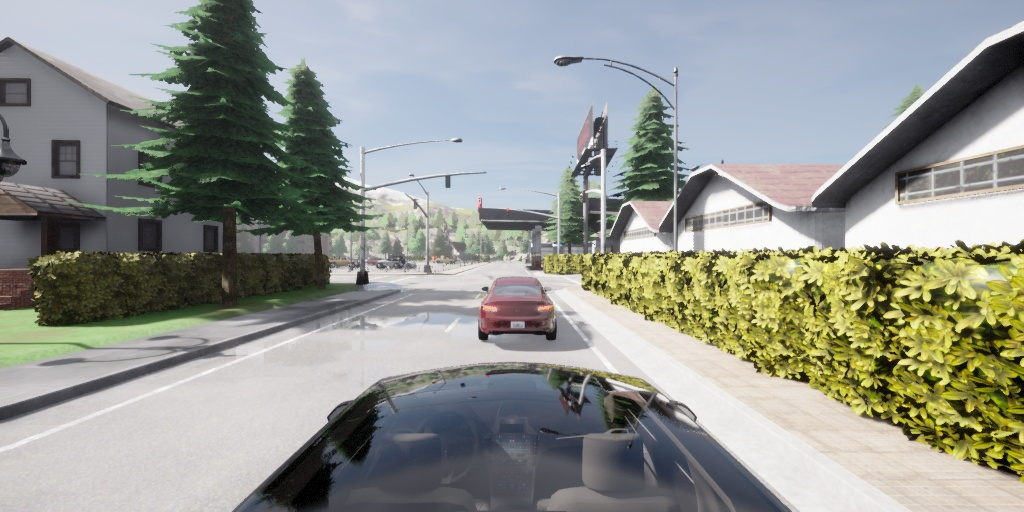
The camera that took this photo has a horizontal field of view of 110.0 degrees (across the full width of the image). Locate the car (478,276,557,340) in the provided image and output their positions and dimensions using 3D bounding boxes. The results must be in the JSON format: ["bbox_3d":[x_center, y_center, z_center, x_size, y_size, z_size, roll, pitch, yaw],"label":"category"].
[{"bbox_3d":[0.128,1.276,9.804,1.812,1.442,4.674,0,0,0],"label":"car"}]
